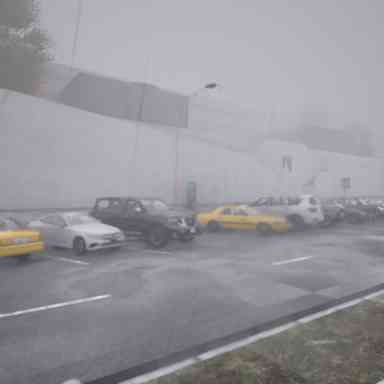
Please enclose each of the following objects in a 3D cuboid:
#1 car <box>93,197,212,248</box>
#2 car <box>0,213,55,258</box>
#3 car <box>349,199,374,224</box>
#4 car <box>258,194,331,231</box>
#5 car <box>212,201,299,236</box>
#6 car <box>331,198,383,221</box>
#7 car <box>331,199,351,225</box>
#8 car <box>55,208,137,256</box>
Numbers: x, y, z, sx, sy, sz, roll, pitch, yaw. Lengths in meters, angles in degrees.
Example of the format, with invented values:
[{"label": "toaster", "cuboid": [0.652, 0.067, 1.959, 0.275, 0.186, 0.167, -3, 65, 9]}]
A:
[{"label": "car", "cuboid": [-2.237, 1.234, 14.940, 5.566, 2.045, 2.435, -1, -1, 35]}, {"label": "car", "cuboid": [-7.312, 1.489, 11.564, 5.366, 1.575, 1.946, -1, 0, 35]}, {"label": "car", "cuboid": [9.971, 1.422, 23.668, 4.674, 1.452, 2.002, -1, -1, 35]}, {"label": "car", "cuboid": [5.047, 1.185, 20.193, 5.566, 2.045, 2.435, -1, 0, 35]}, {"label": "car", "cuboid": [2.781, 1.450, 18.332, 5.366, 1.575, 1.946, -1, -1, 35]}, {"label": "car", "cuboid": [12.386, 1.218, 25.425, 4.553, 1.767, 2.185, -1, -1, 35]}, {"label": "car", "cuboid": [7.493, 1.439, 21.932, 4.792, 1.488, 2.163, -1, 0, 35]}, {"label": "car", "cuboid": [-4.712, 1.528, 13.211, 4.674, 1.452, 2.002, -1, -1, 34]}]
